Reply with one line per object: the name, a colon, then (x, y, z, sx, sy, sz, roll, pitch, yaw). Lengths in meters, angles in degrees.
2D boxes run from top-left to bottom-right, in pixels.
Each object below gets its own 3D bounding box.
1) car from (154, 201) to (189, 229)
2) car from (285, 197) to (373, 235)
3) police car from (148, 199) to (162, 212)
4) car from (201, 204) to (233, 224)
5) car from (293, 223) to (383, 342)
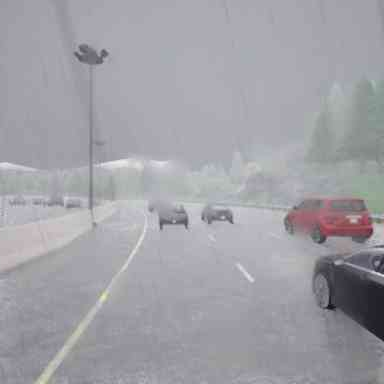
car: (-1.321, 1.574, 22.442, 2.128, 1.511, 4.902, 0, 0, -6)
car: (6.355, 1.265, 16.131, 2.150, 2.045, 5.566, 0, 0, -4)
police car: (-4.387, 1.661, 41.214, 2.038, 1.542, 4.974, 0, 0, -12)
car: (1.858, 1.611, 25.290, 1.812, 1.442, 4.674, 0, 0, -7)
car: (3.431, 1.502, 4.951, 2.128, 1.511, 4.902, 0, 0, -1)
